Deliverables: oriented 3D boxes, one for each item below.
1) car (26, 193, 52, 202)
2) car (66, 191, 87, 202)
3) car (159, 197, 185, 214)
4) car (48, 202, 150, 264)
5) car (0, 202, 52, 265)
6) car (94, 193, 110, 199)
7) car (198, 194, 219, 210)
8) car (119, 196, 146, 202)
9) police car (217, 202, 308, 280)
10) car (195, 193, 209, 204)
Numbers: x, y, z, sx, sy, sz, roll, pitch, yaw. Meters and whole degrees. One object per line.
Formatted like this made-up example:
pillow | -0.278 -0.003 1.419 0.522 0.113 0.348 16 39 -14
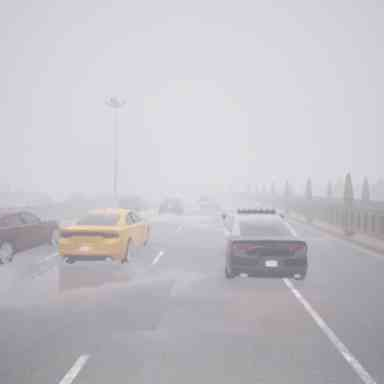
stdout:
car | -19.469 0.904 42.544 2.128 1.511 4.902 0 1 -4
car | -16.406 0.703 47.318 2.097 1.767 4.553 0 1 -7
car | -1.754 1.165 29.591 1.994 1.385 4.181 0 1 3
car | -2.704 1.322 11.325 1.882 1.535 5.008 0 1 3
car | -6.223 1.321 11.105 1.882 1.535 5.008 0 1 3
car | -12.963 0.834 48.207 2.128 1.511 4.902 0 1 -7
car | 1.827 1.145 34.174 1.895 1.301 4.718 0 1 2
car | -5.257 1.089 29.643 2.128 1.511 4.902 0 1 3
police car | 1.841 1.296 9.712 1.930 1.638 5.238 0 1 3
car | 1.639 0.911 44.537 1.837 1.490 4.892 0 1 -4
